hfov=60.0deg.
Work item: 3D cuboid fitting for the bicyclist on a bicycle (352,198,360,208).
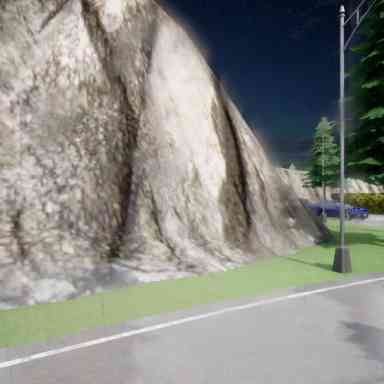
[{"bbox_3d":[16.430,1.453,33.354,1.656,1.620,0.582,0,0,-28],"label":"bicyclist on a bicycle"}]

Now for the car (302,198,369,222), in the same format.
[{"bbox_3d":[11.783,1.477,27.085,1.882,1.535,5.008,0,0,-27],"label":"car"}]

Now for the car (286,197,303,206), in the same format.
[{"bbox_3d":[17.574,1.565,55.250,4.181,1.385,1.994,0,0,-32],"label":"car"}]
